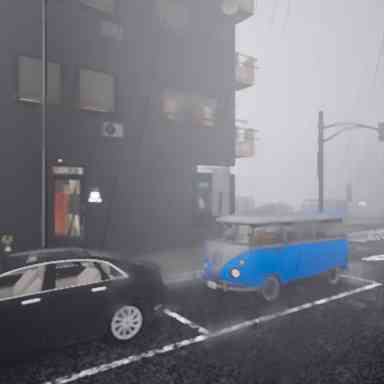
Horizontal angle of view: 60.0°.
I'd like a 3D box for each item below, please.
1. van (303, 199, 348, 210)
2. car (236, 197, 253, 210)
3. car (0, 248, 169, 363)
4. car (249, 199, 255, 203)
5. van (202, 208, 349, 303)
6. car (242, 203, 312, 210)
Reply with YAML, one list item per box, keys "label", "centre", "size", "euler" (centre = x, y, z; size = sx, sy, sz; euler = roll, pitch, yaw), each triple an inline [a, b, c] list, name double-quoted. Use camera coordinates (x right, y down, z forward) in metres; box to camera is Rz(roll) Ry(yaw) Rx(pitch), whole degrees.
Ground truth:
- label: "van"
  centre: [11.349, 1.515, 28.730]
  size: [1.690, 1.788, 3.998]
  euler: [0, 0, -35]
- label: "car"
  centre: [4.990, 1.439, 37.762]
  size: [2.192, 1.841, 5.009]
  euler: [0, 0, -35]
- label: "car"
  centre: [-2.437, 1.559, 4.834]
  size: [4.403, 1.369, 2.008]
  euler: [1, -1, -35]
- label: "car"
  centre: [8.168, 1.715, 33.246]
  size: [1.947, 1.339, 4.313]
  euler: [0, 0, -35]
- label: "van"
  centre: [2.124, 1.416, 8.090]
  size: [3.998, 1.788, 1.690]
  euler: [1, -1, -35]
- label: "car"
  centre: [6.427, 1.784, 25.654]
  size: [1.895, 1.301, 4.718]
  euler: [0, 0, -38]
